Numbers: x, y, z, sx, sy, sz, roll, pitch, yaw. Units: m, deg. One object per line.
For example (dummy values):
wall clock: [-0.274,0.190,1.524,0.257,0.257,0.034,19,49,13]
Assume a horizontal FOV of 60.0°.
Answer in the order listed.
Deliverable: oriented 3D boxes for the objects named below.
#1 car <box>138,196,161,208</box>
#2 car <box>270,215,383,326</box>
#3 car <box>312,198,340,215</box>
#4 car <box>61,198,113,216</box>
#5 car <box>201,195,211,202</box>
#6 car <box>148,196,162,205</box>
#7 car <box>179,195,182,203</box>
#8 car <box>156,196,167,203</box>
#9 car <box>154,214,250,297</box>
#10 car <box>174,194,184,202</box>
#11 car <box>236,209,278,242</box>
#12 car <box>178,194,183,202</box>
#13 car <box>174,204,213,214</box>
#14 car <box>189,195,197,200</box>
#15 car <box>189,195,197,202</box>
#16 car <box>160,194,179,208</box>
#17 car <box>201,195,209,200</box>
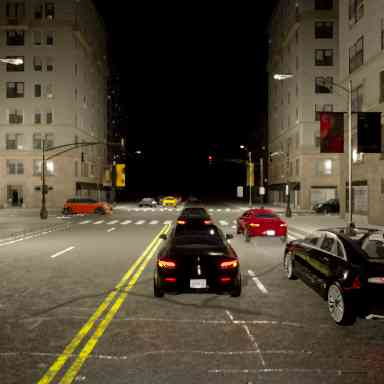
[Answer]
car: [-6.468,1.566,49.141,2.033,1.411,5.357,0,0,4]
car: [3.351,1.493,7.038,2.128,1.511,4.902,0,0,1]
car: [14.831,1.412,34.390,4.553,1.767,2.097,0,0,1]
car: [-9.883,1.349,31.585,4.553,1.767,2.097,0,0,0]
car: [3.410,1.559,78.073,2.033,1.411,5.357,0,0,0]
car: [-6.458,1.526,58.880,1.837,1.490,4.892,0,0,0]
car: [-3.208,1.622,58.767,1.895,1.301,4.718,0,0,0]
car: [-6.359,1.548,69.032,1.812,1.442,4.674,0,0,0]
car: [0.113,1.527,8.438,1.812,1.442,4.674,0,0,0]
car: [-3.090,1.355,78.180,2.097,1.767,4.553,0,0,0]
car: [3.281,1.530,16.133,1.812,1.442,4.674,0,0,0]
car: [-3.121,1.375,68.218,2.097,1.767,4.553,0,0,0]
car: [0.133,1.530,17.347,1.812,1.442,4.674,0,0,0]
car: [0.182,1.444,88.500,1.994,1.385,4.181,0,0,0]
car: [0.162,1.615,78.527,1.895,1.301,4.718,0,0,0]
car: [-3.253,1.496,49.429,1.882,1.535,5.008,0,0,-1]
car: [3.432,1.444,88.493,1.994,1.385,4.181,0,0,0]
